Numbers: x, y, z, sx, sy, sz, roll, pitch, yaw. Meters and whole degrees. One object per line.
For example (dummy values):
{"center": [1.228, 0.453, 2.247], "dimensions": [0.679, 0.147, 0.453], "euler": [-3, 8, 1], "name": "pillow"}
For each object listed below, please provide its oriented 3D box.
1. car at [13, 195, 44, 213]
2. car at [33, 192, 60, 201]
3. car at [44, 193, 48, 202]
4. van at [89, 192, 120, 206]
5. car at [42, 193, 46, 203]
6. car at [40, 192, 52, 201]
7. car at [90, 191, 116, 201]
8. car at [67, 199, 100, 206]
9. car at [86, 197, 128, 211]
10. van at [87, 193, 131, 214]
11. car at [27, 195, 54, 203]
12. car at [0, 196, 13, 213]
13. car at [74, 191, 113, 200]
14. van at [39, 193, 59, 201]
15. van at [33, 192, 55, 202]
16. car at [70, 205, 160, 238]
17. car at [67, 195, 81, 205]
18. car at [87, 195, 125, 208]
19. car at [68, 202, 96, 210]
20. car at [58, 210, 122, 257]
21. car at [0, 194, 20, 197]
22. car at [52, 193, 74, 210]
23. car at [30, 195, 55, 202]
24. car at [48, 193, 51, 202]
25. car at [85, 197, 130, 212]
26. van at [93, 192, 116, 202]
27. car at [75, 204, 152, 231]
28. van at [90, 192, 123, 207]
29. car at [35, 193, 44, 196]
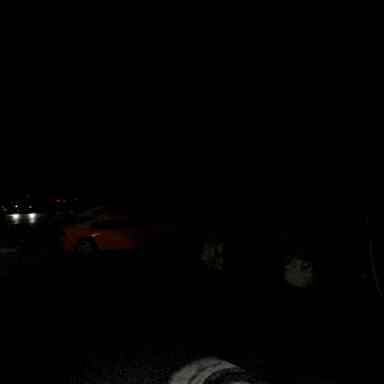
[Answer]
{"center": [-18.447, 1.507, 37.521], "dimensions": [1.882, 1.535, 5.008], "euler": [-1, 1, -15], "name": "car"}
{"center": [-34.902, 1.113, 79.884], "dimensions": [5.566, 2.045, 2.435], "euler": [-1, 1, -16], "name": "car"}
{"center": [-29.701, 1.459, 61.161], "dimensions": [4.892, 1.521, 2.231], "euler": [-1, 1, -16], "name": "car"}
{"center": [-13.458, 1.055, 51.204], "dimensions": [4.442, 1.987, 1.878], "euler": [-1, 1, -16], "name": "van"}
{"center": [-28.941, 1.472, 58.491], "dimensions": [4.892, 1.521, 2.231], "euler": [-1, 1, -16], "name": "car"}
{"center": [-31.221, 1.306, 66.501], "dimensions": [4.553, 1.767, 2.185], "euler": [-1, 1, -16], "name": "car"}
{"center": [-20.118, 0.909, 75.360], "dimensions": [5.566, 2.045, 2.435], "euler": [-1, 1, -16], "name": "car"}
{"center": [-6.065, 1.545, 24.521], "dimensions": [5.366, 1.575, 1.946], "euler": [-1, 1, -16], "name": "car"}
{"center": [-10.331, 1.370, 40.577], "dimensions": [4.792, 1.488, 2.163], "euler": [-1, 1, -16], "name": "car"}
{"center": [-8.794, 1.168, 35.387], "dimensions": [4.442, 1.987, 1.878], "euler": [-1, 1, -16], "name": "van"}
{"center": [-32.689, 1.405, 71.857], "dimensions": [5.008, 1.535, 2.097], "euler": [-1, 1, -16], "name": "car"}
{"center": [-22.045, 1.605, 34.484], "dimensions": [5.366, 1.575, 1.946], "euler": [-1, 1, -16], "name": "car"}
{"center": [-7.354, 1.218, 29.908], "dimensions": [5.566, 2.045, 2.435], "euler": [-1, 1, -16], "name": "car"}
{"center": [-36.530, 1.189, 85.177], "dimensions": [4.442, 1.987, 1.878], "euler": [-1, 0, -16], "name": "van"}
{"center": [-34.294, 1.155, 77.172], "dimensions": [4.442, 1.987, 1.878], "euler": [-1, 1, -16], "name": "van"}
{"center": [-4.422, 1.650, 19.228], "dimensions": [4.792, 1.488, 2.163], "euler": [-1, 1, -16], "name": "car"}
{"center": [-19.779, 1.367, 55.915], "dimensions": [1.837, 1.490, 4.892], "euler": [-1, 1, -15], "name": "car"}
{"center": [-11.846, 1.305, 45.904], "dimensions": [5.008, 1.535, 2.097], "euler": [-1, 1, -16], "name": "car"}
{"center": [-3.653, 1.529, 16.694], "dimensions": [4.553, 1.767, 2.185], "euler": [-1, 1, -16], "name": "car"}
{"center": [-2.940, 1.692, 14.018], "dimensions": [5.008, 1.535, 2.097], "euler": [-1, 1, -16], "name": "car"}
{"center": [-23.689, 1.440, 39.783], "dimensions": [4.553, 1.767, 2.185], "euler": [-1, 1, -16], "name": "car"}
{"center": [-16.056, 1.154, 42.583], "dimensions": [2.150, 2.045, 5.566], "euler": [-1, 1, -16], "name": "car"}
{"center": [-33.428, 1.431, 74.533], "dimensions": [4.674, 1.452, 2.002], "euler": [-1, 1, -16], "name": "car"}
{"center": [-30.620, 1.445, 63.787], "dimensions": [5.366, 1.575, 1.946], "euler": [-1, 1, -16], "name": "car"}
{"center": [-9.621, 1.394, 38.036], "dimensions": [4.792, 1.488, 2.163], "euler": [-1, 1, -16], "name": "car"}
{"center": [-17.741, 0.971, 67.396], "dimensions": [4.442, 1.987, 1.878], "euler": [-1, 1, -16], "name": "van"}
{"center": [-5.142, 1.622, 21.903], "dimensions": [4.674, 1.452, 2.002], "euler": [-1, 1, -16], "name": "car"}
{"center": [-12.488, 1.064, 48.599], "dimensions": [4.442, 1.987, 1.878], "euler": [-1, 1, -16], "name": "van"}
{"center": [-28.379, 1.485, 55.766], "dimensions": [5.366, 1.575, 1.946], "euler": [-1, 1, -16], "name": "car"}
